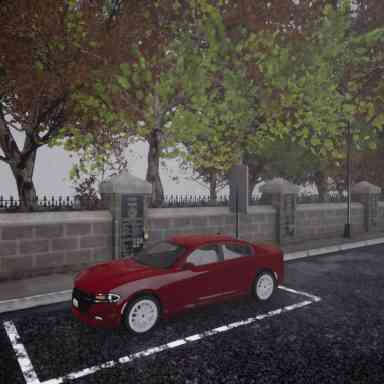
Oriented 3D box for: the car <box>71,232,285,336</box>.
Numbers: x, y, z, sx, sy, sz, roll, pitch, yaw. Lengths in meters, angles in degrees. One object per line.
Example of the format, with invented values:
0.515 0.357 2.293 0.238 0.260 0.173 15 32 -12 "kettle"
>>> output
-0.052 1.545 6.681 4.507 1.381 1.887 0 0 -36 "car"
